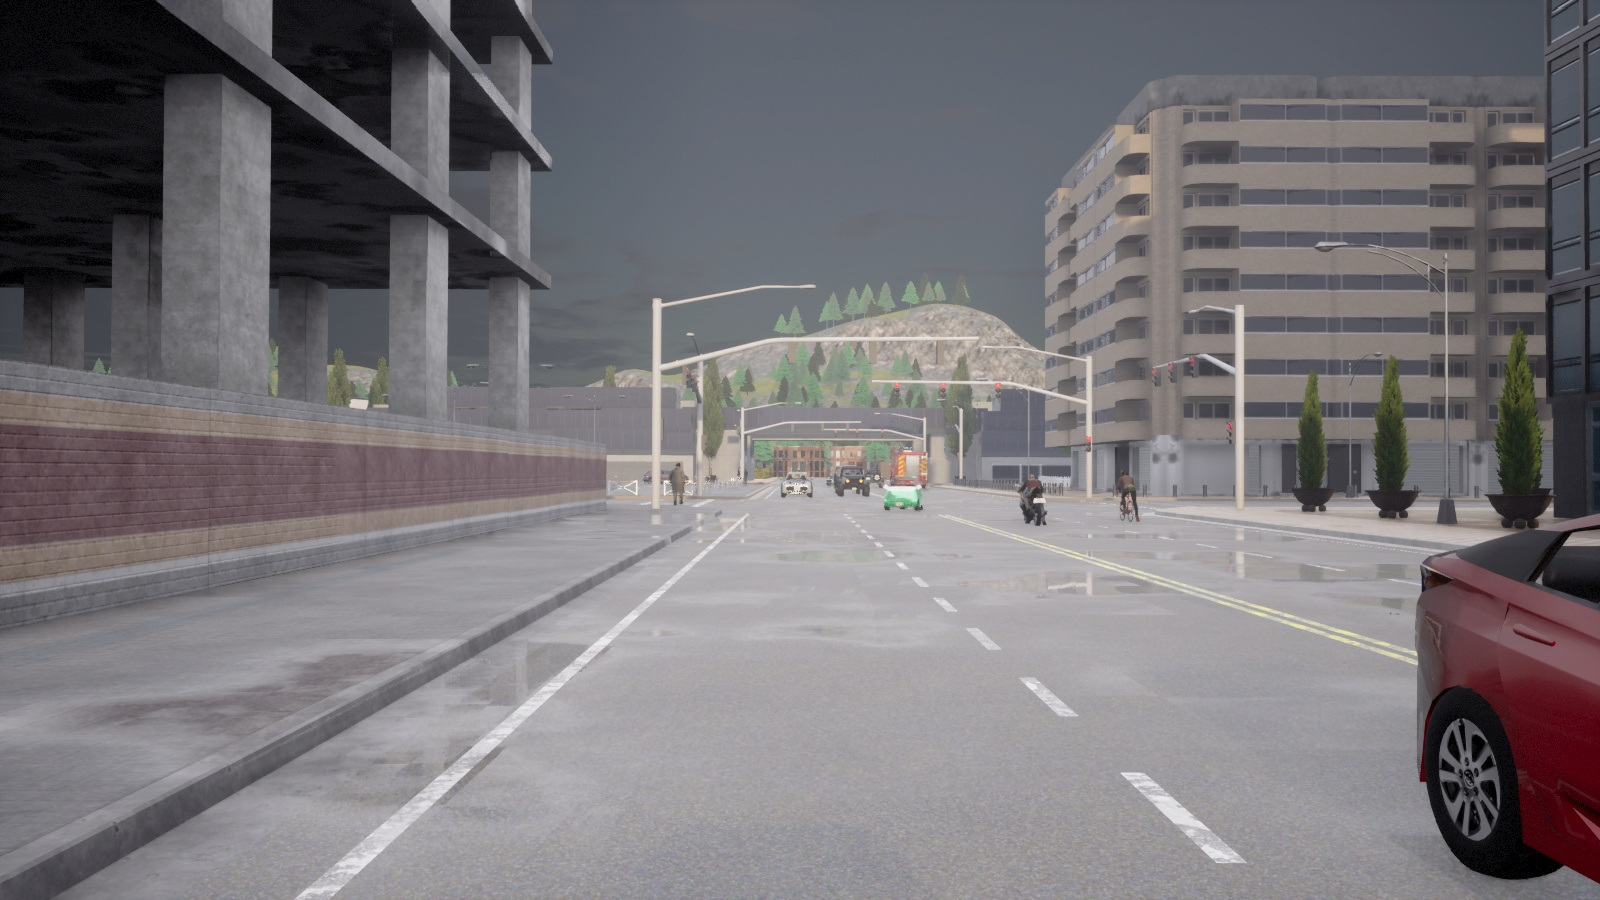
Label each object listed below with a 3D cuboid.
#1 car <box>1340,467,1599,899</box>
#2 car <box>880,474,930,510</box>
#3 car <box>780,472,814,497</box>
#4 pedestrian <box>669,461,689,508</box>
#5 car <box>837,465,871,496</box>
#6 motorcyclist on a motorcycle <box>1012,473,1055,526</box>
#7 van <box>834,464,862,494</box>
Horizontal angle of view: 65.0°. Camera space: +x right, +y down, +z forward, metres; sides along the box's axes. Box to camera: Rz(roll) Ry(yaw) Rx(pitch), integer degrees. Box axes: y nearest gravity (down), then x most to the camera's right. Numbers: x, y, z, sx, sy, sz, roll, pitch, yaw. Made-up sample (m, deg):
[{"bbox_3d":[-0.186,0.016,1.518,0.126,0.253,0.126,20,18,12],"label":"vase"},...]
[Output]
[{"bbox_3d":[3.492,0.806,3.505,2.007,1.525,4.514,0,-1,0],"label":"car"},{"bbox_3d":[4.162,1.655,49.445,1.481,1.376,2.207,-1,-1,18],"label":"car"},{"bbox_3d":[-0.174,2.047,75.606,1.970,1.475,3.806,0,-1,0],"label":"car"},{"bbox_3d":[-5.120,1.464,53.173,0.659,1.952,0.873,0,-1,11],"label":"pedestrian"},{"bbox_3d":[3.317,1.907,78.188,1.905,1.878,3.866,0,-1,0],"label":"car"},{"bbox_3d":[6.914,1.446,37.268,0.866,1.530,2.191,0,-1,0],"label":"motorcyclist on a motorcycle"},{"bbox_3d":[3.299,2.005,86.597,1.775,1.987,4.442,0,-1,0],"label":"van"}]
